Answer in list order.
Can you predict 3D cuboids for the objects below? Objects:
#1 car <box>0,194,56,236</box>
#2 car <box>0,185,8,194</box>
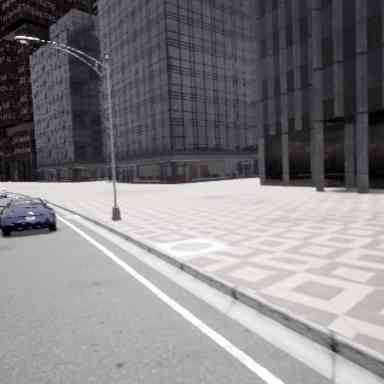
[{"bbox_3d":[-7.186,0.916,14.472,1.994,1.385,4.181,-5,4,-30],"label":"car"},{"bbox_3d":[-22.408,-0.021,38.176,1.812,1.442,4.674,-5,5,-35],"label":"car"}]
